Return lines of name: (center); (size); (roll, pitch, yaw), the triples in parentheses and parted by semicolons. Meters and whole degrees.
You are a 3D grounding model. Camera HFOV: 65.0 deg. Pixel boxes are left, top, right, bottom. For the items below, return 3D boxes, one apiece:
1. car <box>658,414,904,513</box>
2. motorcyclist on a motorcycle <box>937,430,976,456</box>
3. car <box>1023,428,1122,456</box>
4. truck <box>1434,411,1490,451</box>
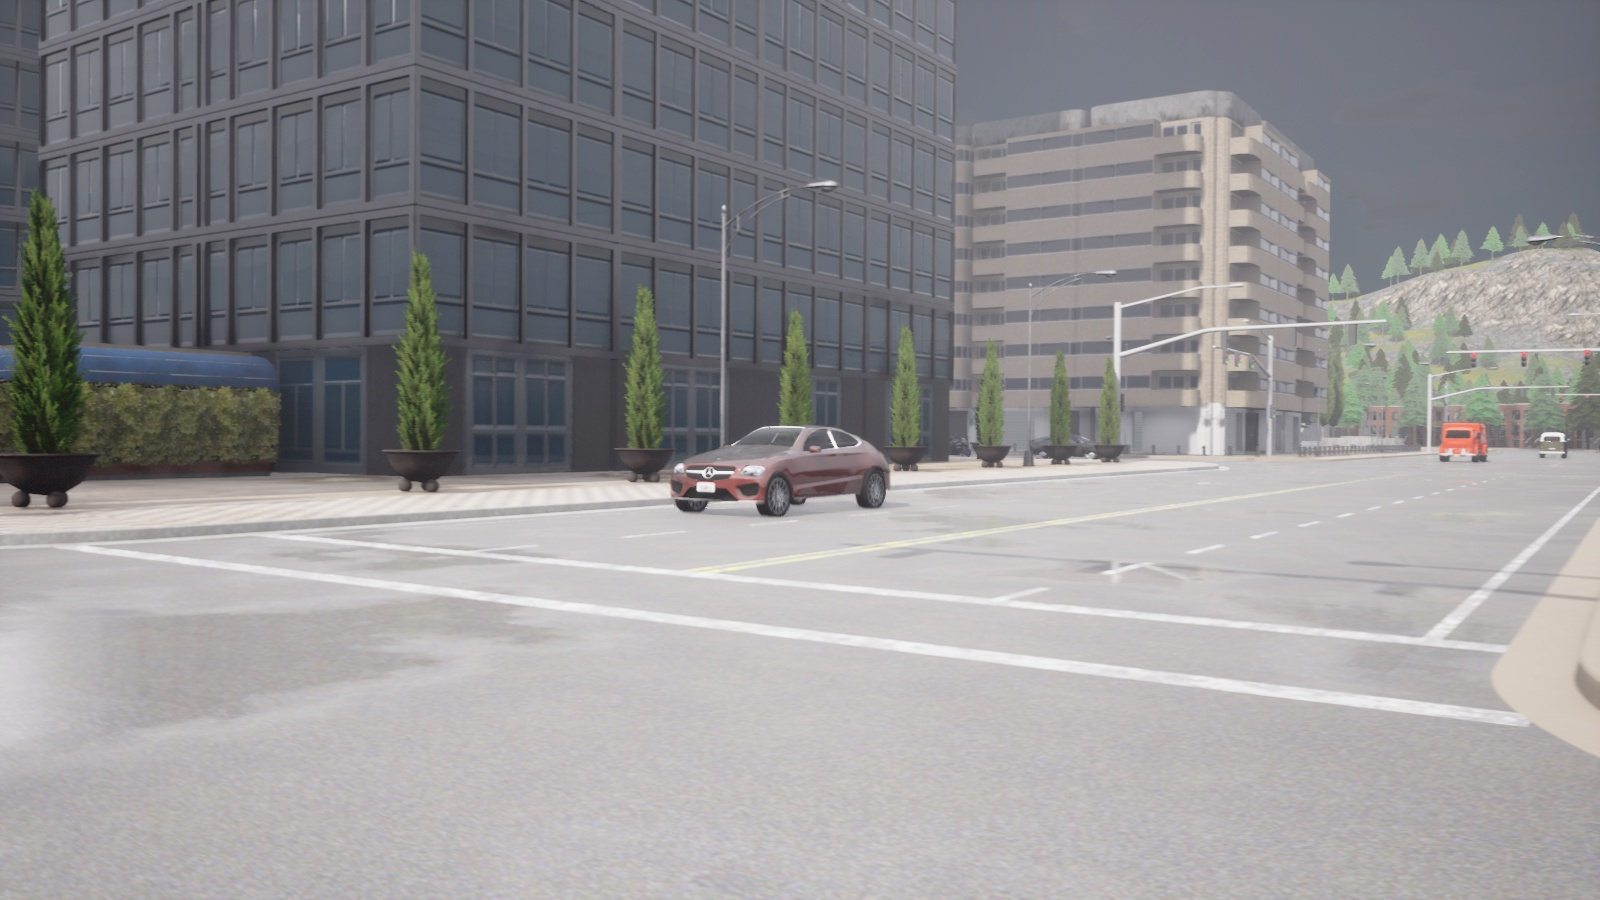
car: (-0.206, 0.186, 23.798); (2.152, 1.651, 5.027); (0, 1, 34)
motorcyclist on a motorcycle: (9.580, -0.429, 77.008); (2.191, 1.530, 0.866); (0, 1, 35)
car: (14.961, -0.447, 69.043); (4.902, 1.511, 2.128); (0, 1, 34)
truck: (42.346, -1.235, 80.237); (2.627, 2.467, 5.204); (0, 1, 34)
